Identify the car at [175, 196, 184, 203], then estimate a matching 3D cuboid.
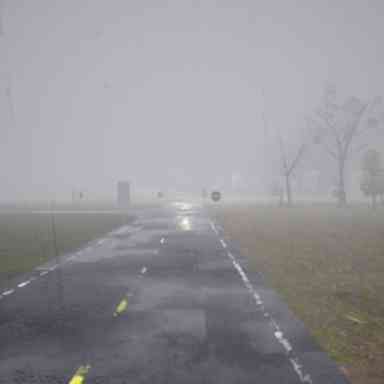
[{"bbox_3d":[-2.722,1.580,73.371,2.128,1.511,4.902,0,0,0],"label":"car"}]
